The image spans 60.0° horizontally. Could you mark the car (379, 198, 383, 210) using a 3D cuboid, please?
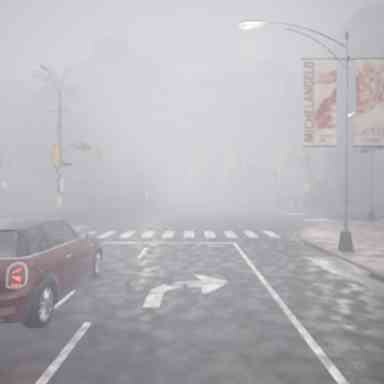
[{"bbox_3d":[22.443,1.226,34.000,4.902,1.511,2.128,0,0,1],"label":"car"}]

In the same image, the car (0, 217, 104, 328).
[{"bbox_3d":[-3.392,1.295,7.027,2.097,1.767,4.553,0,0,0],"label":"car"}]

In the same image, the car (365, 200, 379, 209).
[{"bbox_3d":[22.624,1.255,37.518,5.357,1.411,2.033,0,0,1],"label":"car"}]
